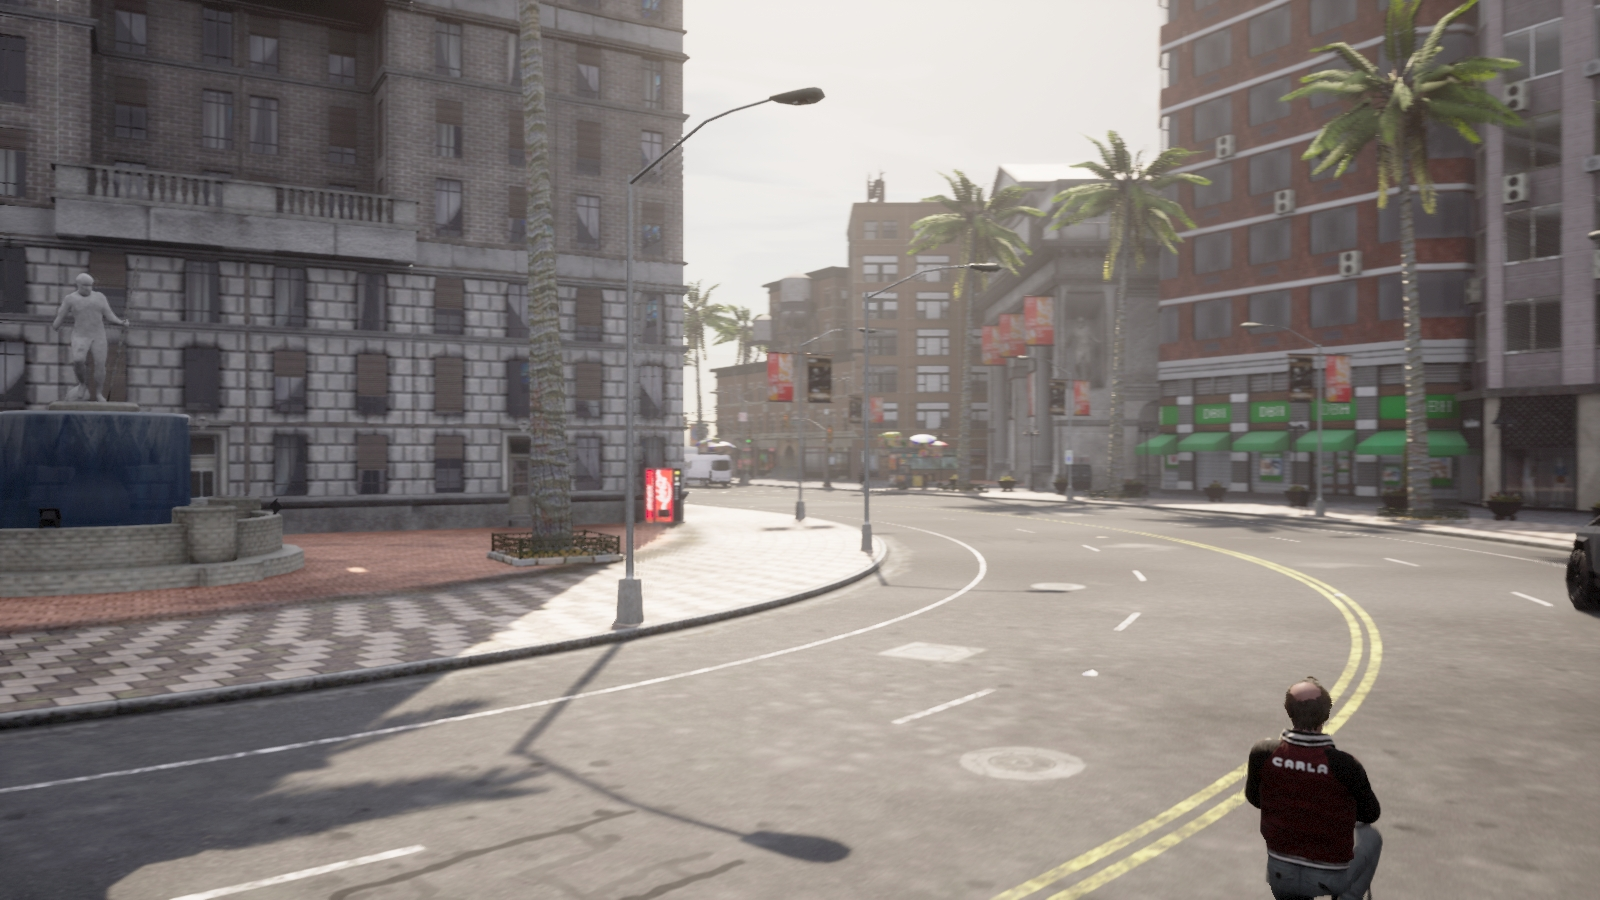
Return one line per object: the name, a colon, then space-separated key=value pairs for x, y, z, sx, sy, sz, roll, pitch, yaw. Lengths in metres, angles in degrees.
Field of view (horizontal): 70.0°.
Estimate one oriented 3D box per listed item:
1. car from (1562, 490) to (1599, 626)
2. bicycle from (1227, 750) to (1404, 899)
car: x=13.745 y=1.765 z=17.478 sx=2.390 sy=2.098 sz=6.274 roll=0 pitch=0 yaw=23
bicycle: x=2.475 y=2.215 z=5.382 sx=0.329 sy=1.171 sz=1.835 roll=0 pitch=0 yaw=38
